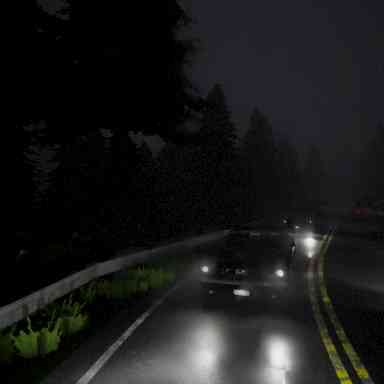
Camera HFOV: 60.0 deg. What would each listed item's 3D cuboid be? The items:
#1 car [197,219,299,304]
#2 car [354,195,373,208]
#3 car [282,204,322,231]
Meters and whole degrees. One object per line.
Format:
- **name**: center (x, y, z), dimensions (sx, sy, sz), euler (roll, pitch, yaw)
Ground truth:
- **car**: center (1.624, 1.599, 8.432), dimensions (1.895, 1.301, 4.718), euler (-1, 0, 18)
- **car**: center (20.755, 1.058, 40.196), dimensions (2.128, 1.511, 4.902), euler (-2, 0, 28)
- **car**: center (6.752, 1.460, 20.083), dimensions (2.033, 1.411, 5.357), euler (-2, 0, 26)
